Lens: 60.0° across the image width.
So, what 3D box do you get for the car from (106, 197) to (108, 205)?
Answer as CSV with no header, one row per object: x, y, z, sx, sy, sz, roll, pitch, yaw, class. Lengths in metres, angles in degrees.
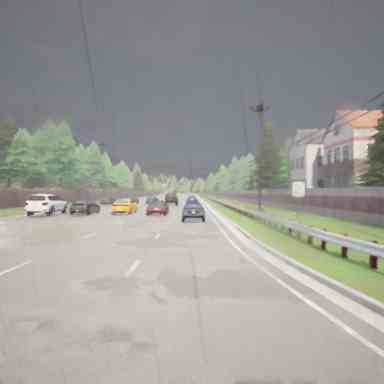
-13.960,1.546,55.227,2.033,1.411,5.357,0,0,0,car

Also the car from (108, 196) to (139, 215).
-6.881,1.477,34.247,1.882,1.535,5.008,0,0,0,car

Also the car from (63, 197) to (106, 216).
-10.384,1.491,32.570,2.128,1.511,4.902,0,0,0,car

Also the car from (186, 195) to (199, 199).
0.034,1.350,54.728,2.097,1.767,4.553,0,0,0,car

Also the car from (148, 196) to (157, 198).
-6.926,1.490,58.287,2.128,1.511,4.902,0,0,1,car

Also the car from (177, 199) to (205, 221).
0.113,1.547,27.110,2.033,1.411,5.357,0,0,0,car

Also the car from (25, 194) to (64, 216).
-13.883,1.221,32.049,2.150,2.045,5.566,0,0,0,car

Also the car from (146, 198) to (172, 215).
-3.384,1.563,33.356,1.994,1.385,4.181,0,0,0,car

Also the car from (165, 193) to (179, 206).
-3.446,1.222,56.579,2.150,2.045,5.566,0,0,1,car
